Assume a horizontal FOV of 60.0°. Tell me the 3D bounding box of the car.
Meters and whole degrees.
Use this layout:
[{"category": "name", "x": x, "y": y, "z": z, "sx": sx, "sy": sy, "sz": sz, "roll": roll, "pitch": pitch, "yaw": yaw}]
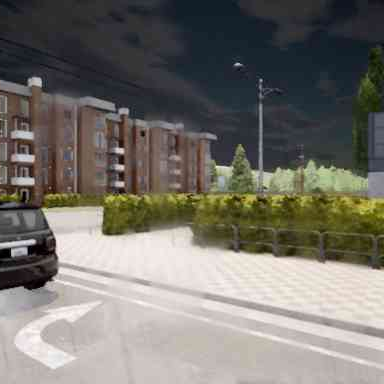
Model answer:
[{"category": "car", "x": -5.460, "y": 1.231, "z": 7.862, "sx": 5.566, "sy": 2.045, "sz": 2.150, "roll": 0, "pitch": 0, "yaw": 35}]
